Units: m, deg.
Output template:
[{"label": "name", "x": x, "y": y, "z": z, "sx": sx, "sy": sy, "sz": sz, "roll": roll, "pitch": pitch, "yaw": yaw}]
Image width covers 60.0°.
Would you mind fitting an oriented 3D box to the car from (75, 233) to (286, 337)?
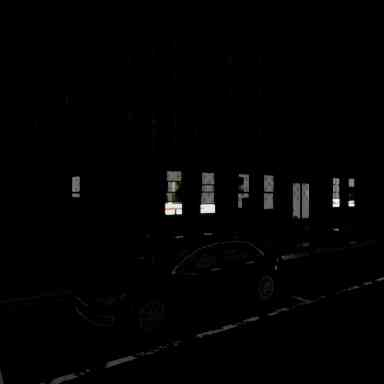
[{"label": "car", "x": -0.002, "y": 1.551, "z": 6.558, "sx": 4.403, "sy": 1.369, "sz": 2.008, "roll": 0, "pitch": 0, "yaw": -35}]
